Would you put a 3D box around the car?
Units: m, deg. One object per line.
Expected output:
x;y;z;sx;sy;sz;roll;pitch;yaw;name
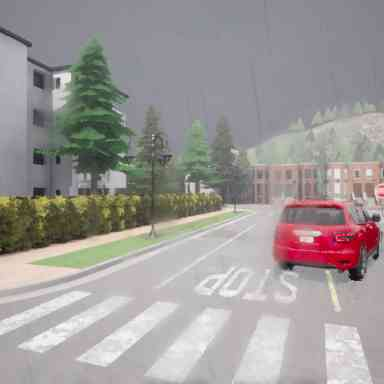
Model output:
4.387;1.275;10.339;2.150;2.045;5.566;-1;-1;35;car
